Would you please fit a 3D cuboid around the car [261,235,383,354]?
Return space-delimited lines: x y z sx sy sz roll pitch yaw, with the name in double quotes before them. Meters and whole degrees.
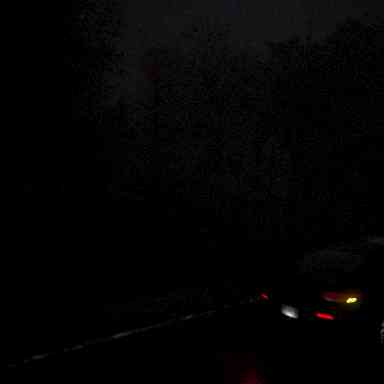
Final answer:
"car" 3.266 1.527 6.077 4.674 1.442 1.812 0 0 -35
